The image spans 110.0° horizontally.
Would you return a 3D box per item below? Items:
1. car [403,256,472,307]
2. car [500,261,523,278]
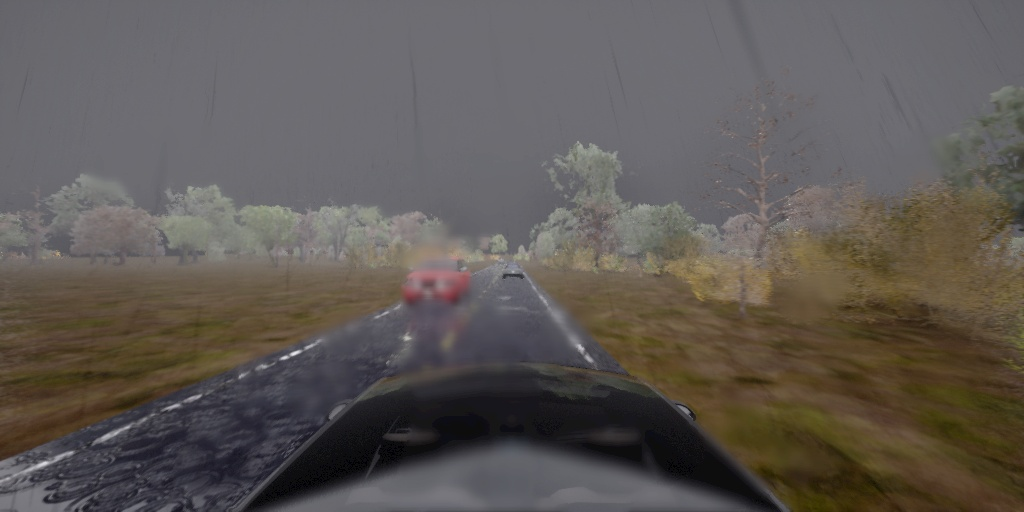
[{"bbox_3d":[-3.092,1.022,16.042,2.150,2.045,5.566,0,0,0],"label":"car"},{"bbox_3d":[0.107,1.429,35.249,1.994,1.385,4.181,0,0,0],"label":"car"}]
